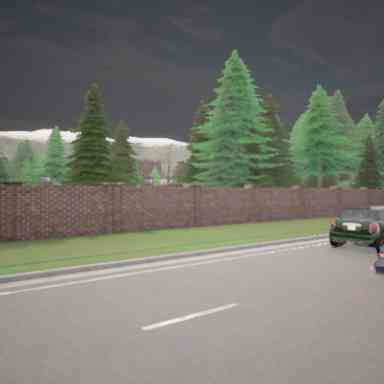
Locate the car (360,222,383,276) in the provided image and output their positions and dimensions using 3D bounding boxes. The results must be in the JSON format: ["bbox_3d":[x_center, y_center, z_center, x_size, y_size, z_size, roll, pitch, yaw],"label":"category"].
[{"bbox_3d":[6.892,1.548,8.727,5.357,1.411,2.033,0,0,-35],"label":"car"}]

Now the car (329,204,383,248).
[{"bbox_3d":[7.649,1.351,13.533,4.553,1.767,2.097,0,0,-35],"label":"car"}]
